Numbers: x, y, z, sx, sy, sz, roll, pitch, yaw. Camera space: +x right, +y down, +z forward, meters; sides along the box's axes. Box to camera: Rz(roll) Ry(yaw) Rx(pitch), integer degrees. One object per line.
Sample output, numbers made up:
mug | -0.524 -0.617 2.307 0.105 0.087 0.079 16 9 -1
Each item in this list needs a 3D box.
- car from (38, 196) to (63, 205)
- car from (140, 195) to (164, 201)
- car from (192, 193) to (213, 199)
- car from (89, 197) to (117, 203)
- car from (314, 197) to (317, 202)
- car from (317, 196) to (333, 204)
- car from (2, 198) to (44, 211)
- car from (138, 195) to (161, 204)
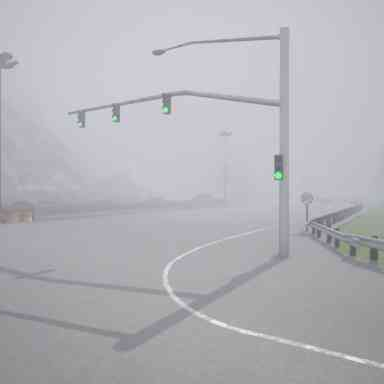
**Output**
car | -19.677 1.268 44.397 2.097 1.767 4.553 0 0 32
car | -5.763 1.432 46.756 2.128 1.511 4.902 0 0 32
car | 1.988 1.166 60.092 2.150 2.045 5.566 0 0 26
car | -10.791 1.540 38.800 1.895 1.301 4.718 0 0 33
car | 28.159 1.520 72.898 2.033 1.411 5.357 0 0 7
car | 25.604 1.549 63.310 1.994 1.385 4.181 0 0 16
car | -16.218 1.501 30.288 1.994 1.385 4.181 0 0 33
car | -8.031 1.412 63.483 2.128 1.511 4.902 0 0 26
